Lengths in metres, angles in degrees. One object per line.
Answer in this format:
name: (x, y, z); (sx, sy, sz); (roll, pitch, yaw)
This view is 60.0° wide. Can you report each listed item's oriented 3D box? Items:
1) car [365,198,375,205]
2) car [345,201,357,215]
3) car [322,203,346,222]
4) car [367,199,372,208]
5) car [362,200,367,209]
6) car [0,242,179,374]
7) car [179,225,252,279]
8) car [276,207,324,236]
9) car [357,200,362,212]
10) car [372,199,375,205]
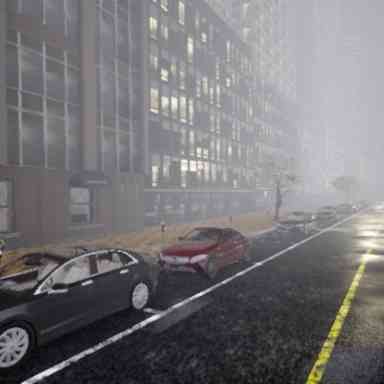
car: (44.799, 2.367, 83.630); (1.967, 1.590, 4.097); (-2, -1, 31)
car: (18.283, 2.064, 39.886); (1.802, 1.307, 4.206); (-2, -1, 31)
car: (12.390, 1.932, 30.166); (2.008, 1.369, 4.403); (-2, -1, 31)
car: (33.015, 2.296, 64.187); (1.947, 1.339, 4.313); (-2, -1, 31)
car: (27.034, 2.155, 54.322); (1.752, 1.417, 4.829); (-2, -1, 31)
car: (-2.342, 1.681, 5.867); (2.008, 1.369, 4.403); (-2, -1, 31)
car: (0.605, 1.763, 10.726); (1.802, 1.307, 4.206); (-2, -1, 31)
car: (6.497, 1.832, 20.447); (2.008, 1.369, 4.403); (-2, -1, 31)
car: (21.227, 1.972, 44.749); (1.967, 1.590, 4.097); (-2, -1, 31)
car: (38.908, 2.380, 73.907); (2.008, 1.369, 4.403); (-2, -1, 31)
